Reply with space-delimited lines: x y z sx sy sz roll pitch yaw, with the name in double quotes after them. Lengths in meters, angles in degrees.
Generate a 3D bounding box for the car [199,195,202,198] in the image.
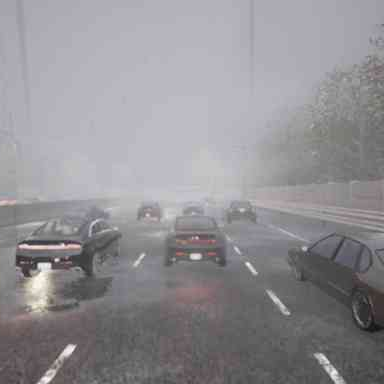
3.519 1.606 79.445 2.128 1.511 4.902 0 0 0 "car"

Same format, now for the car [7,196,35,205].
-21.071 1.381 42.596 2.097 1.767 4.553 0 0 0 "car"

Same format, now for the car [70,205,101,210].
-6.893 1.560 21.851 2.033 1.411 5.357 0 0 0 "car"

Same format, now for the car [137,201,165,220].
-3.394 1.522 27.899 1.837 1.490 4.892 0 0 0 "car"

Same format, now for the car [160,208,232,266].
0.103 1.510 11.513 1.837 1.490 4.892 0 0 0 "car"

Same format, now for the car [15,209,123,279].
-3.396 1.496 10.086 2.128 1.511 4.902 0 0 0 "car"

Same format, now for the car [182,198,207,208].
0.106 1.544 29.033 1.812 1.442 4.674 0 0 0 "car"

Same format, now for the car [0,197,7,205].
-24.560 1.382 43.852 2.097 1.767 4.553 0 0 0 "car"

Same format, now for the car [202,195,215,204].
3.517 1.521 67.429 1.882 1.535 5.008 0 0 0 "car"

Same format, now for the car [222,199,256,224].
3.506 1.347 25.364 2.097 1.767 4.553 0 0 0 "car"

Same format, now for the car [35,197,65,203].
-17.569 1.522 42.479 2.128 1.511 4.902 0 0 0 "car"

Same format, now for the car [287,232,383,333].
3.590 1.531 6.750 2.033 1.411 5.357 0 0 -2 "car"
